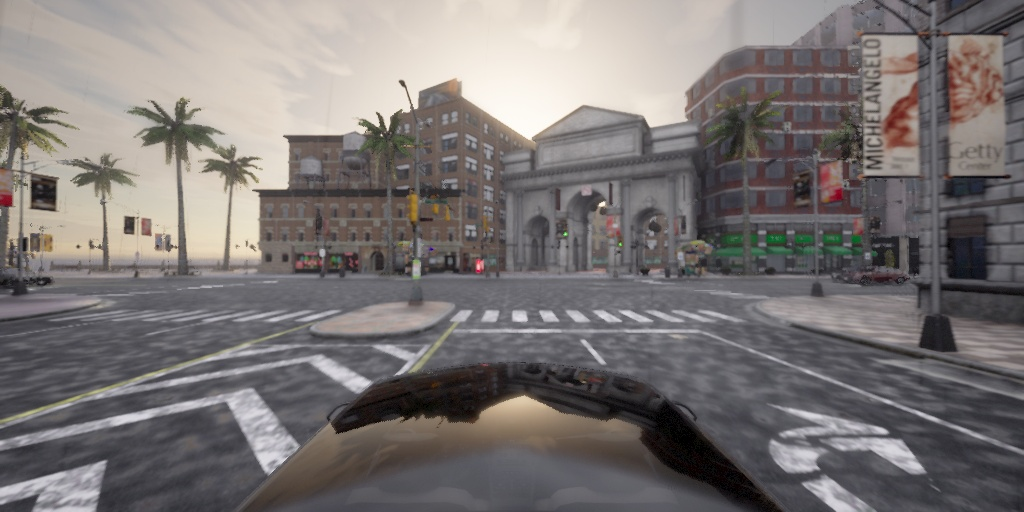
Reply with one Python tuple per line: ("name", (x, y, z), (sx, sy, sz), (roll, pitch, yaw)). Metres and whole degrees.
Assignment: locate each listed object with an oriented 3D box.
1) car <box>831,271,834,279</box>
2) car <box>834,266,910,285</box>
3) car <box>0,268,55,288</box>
("car", (32.709, 1.640, 33.497), (4.902, 1.511, 2.128), (0, -1, 1))
("car", (30.377, 1.631, 30.060), (4.674, 1.442, 1.812), (0, -1, 1))
("car", (-38.025, 1.619, 26.983), (5.357, 1.411, 2.033), (0, -1, 1))
